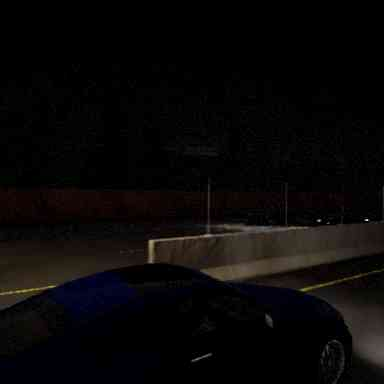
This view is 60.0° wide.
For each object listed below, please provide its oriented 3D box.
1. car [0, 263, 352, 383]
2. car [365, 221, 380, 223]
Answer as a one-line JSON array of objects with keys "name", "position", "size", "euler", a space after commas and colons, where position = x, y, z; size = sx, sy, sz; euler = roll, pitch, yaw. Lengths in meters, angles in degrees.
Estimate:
[{"name": "car", "position": [-0.202, 1.544, 3.593], "size": [4.674, 1.442, 1.812], "euler": [1, 0, -35]}, {"name": "car", "position": [13.312, 1.755, 21.886], "size": [4.892, 1.490, 1.837], "euler": [1, 0, -35]}]
